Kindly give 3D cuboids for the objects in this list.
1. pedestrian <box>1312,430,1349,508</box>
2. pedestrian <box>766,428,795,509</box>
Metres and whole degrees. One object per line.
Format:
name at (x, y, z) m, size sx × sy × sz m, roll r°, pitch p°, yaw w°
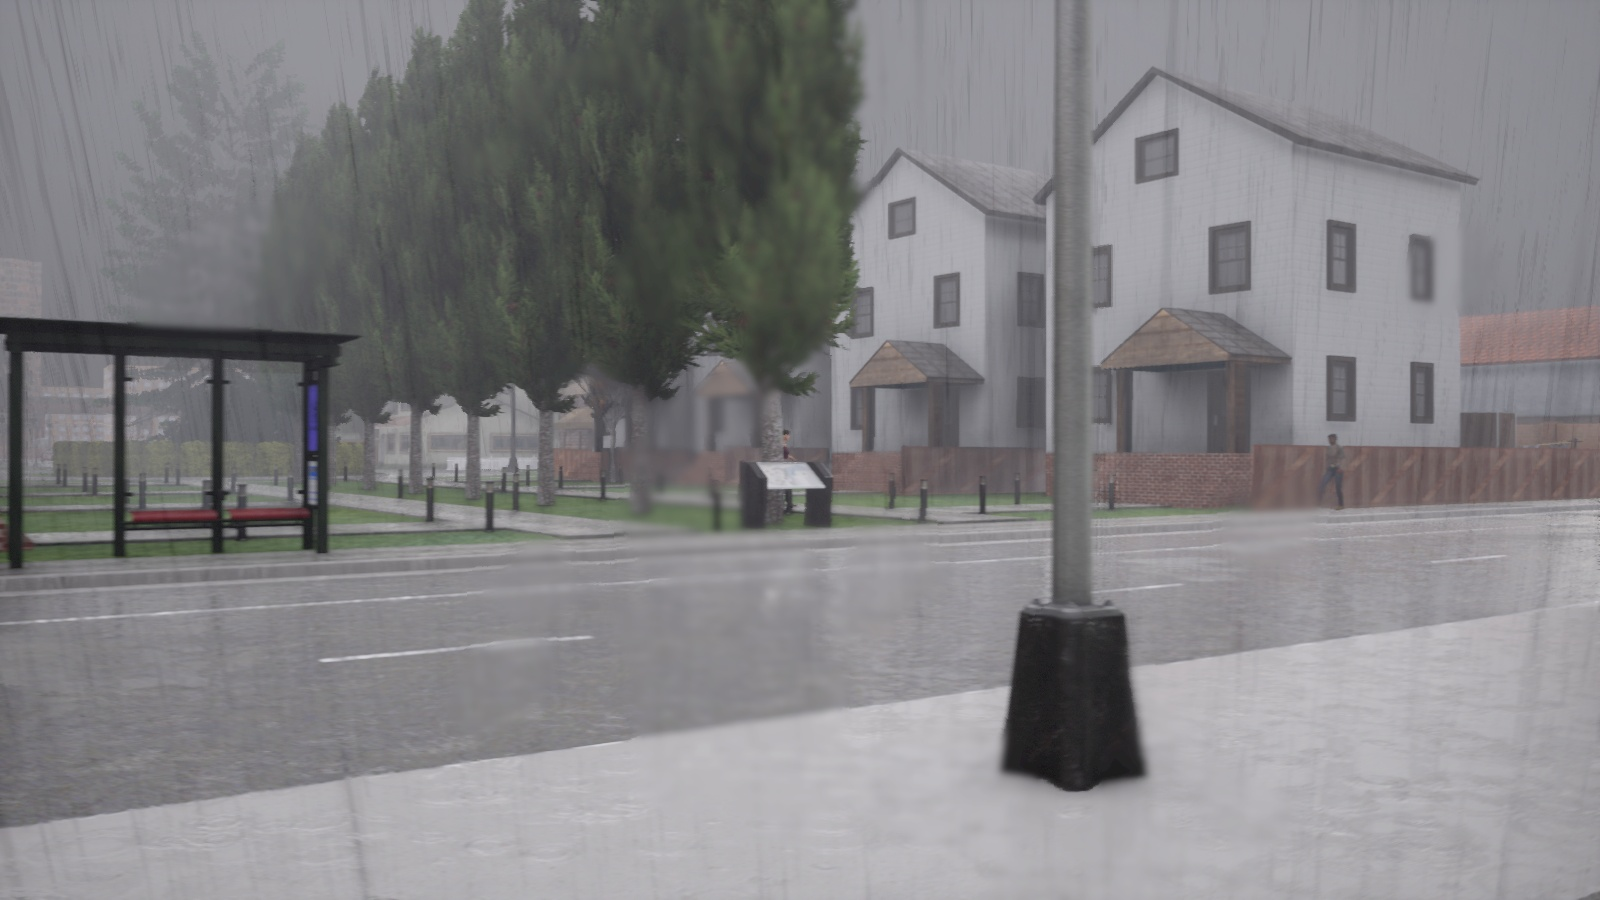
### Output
pedestrian at (12.392, 0.445, 29.355) m, size 0.869 × 1.805 × 0.328 m, roll 0°, pitch 0°, yaw -29°
pedestrian at (-0.435, 0.420, 28.461) m, size 0.594 × 1.836 × 0.345 m, roll 0°, pitch 0°, yaw 14°
